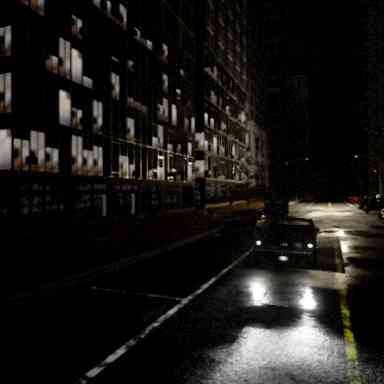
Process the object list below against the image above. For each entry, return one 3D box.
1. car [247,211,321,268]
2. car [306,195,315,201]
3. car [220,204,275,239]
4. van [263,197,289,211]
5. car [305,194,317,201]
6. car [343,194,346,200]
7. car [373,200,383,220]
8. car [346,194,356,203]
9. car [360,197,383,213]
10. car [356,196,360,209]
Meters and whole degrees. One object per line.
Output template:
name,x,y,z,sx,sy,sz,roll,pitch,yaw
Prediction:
car,3.455,1.587,11.597,1.895,1.301,4.718,0,0,22
car,28.620,1.348,80.029,1.802,1.307,4.206,0,0,22
car,2.692,1.535,16.827,2.008,1.369,4.403,0,0,22
van,7.013,1.299,27.360,1.690,1.788,3.998,0,0,22
car,26.459,1.334,74.761,1.887,1.381,4.507,0,0,22
car,36.370,1.314,76.841,1.947,1.339,4.313,0,0,22
car,14.765,1.491,24.176,2.008,1.369,4.403,0,0,22
car,29.889,1.360,61.042,1.887,1.381,4.507,0,0,22
car,19.086,1.347,34.709,1.967,1.590,4.097,0,0,22
car,21.246,1.330,39.975,1.967,1.590,4.097,0,0,22
